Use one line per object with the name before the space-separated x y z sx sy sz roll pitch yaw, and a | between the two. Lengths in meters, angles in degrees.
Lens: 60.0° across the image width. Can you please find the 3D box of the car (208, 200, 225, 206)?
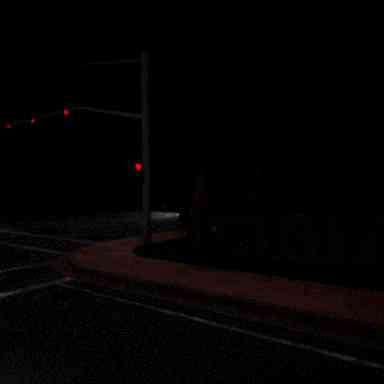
car | 2.281 1.724 40.497 2.128 1.511 4.902 -1 -1 36

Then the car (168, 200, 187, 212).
car | -0.978 1.747 41.970 1.882 1.535 5.008 -1 -1 36
